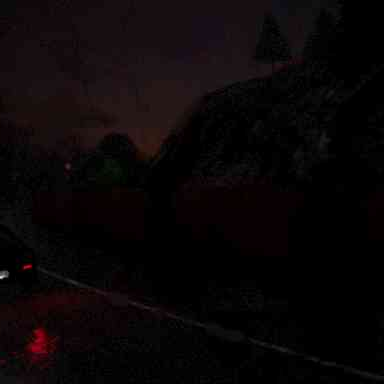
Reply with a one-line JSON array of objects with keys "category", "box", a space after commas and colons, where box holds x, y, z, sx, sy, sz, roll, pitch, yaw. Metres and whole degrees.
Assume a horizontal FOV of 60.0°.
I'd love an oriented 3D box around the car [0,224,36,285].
[{"category": "car", "box": [-5.463, 1.507, 8.365, 1.812, 1.442, 4.674, 0, 0, -45]}]
